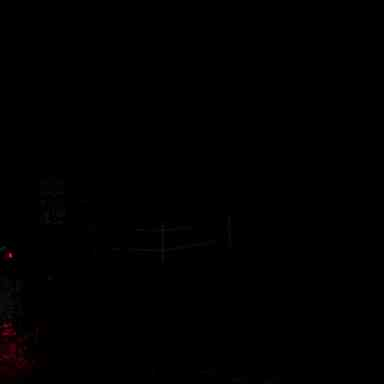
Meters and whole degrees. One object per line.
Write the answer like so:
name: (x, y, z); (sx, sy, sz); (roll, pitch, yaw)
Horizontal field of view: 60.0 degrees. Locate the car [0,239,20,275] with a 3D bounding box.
car: (-7.296, 1.896, 10.594); (4.718, 1.301, 1.895); (-2, -2, 44)
